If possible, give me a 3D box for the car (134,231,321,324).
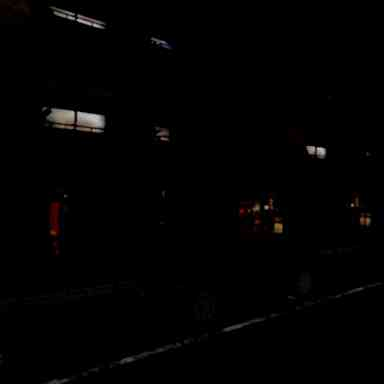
[{"bbox_3d":[0.951,1.590,7.235,4.507,1.381,1.887,1,0,-35],"label":"car"}]
